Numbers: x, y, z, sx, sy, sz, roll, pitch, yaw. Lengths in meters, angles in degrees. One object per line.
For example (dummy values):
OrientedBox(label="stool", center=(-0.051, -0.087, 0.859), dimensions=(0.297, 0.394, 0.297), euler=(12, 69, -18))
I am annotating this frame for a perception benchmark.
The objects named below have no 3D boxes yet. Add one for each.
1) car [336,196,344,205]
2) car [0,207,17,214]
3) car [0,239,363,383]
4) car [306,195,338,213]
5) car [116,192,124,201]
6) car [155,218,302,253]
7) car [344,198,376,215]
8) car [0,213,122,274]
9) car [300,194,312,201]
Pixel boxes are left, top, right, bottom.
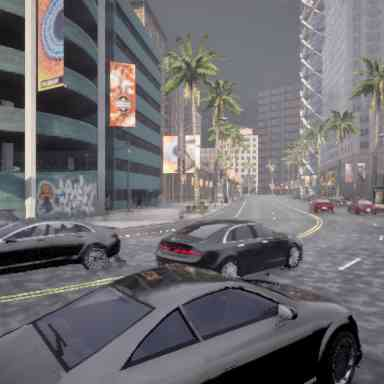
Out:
OrientedBox(label="car", center=(24.054, 1.449, 54.816), dimensions=(2.231, 1.521, 4.892), euler=(0, 0, 10))
OrientedBox(label="car", center=(-7.849, 1.339, 10.968), dimensions=(4.553, 1.767, 2.097), euler=(0, 0, -37))
OrientedBox(label="car", center=(0.092, 1.561, 3.721), dimensions=(4.181, 1.385, 1.994), euler=(0, 0, -37))
OrientedBox(label="car", center=(14.044, 1.456, 36.271), dimensions=(1.882, 1.535, 5.008), euler=(0, 0, 11))
OrientedBox(label="car", center=(-11.626, 0.978, 53.577), dimensions=(2.435, 2.045, 5.566), euler=(0, 0, 10))
OrientedBox(label="car", center=(1.255, 1.498, 9.249), dimensions=(4.892, 1.490, 1.837), euler=(0, 1, -43))
OrientedBox(label="car", center=(17.015, 1.508, 33.419), dimensions=(1.812, 1.442, 4.674), euler=(0, 0, 12))
OrientedBox(label="car", center=(-4.374, 1.482, 9.202), dimensions=(4.902, 1.511, 2.128), euler=(0, 0, -39))
OrientedBox(label="car", center=(29.243, 1.301, 83.729), dimensions=(2.185, 1.767, 4.553), euler=(0, 0, 10))
